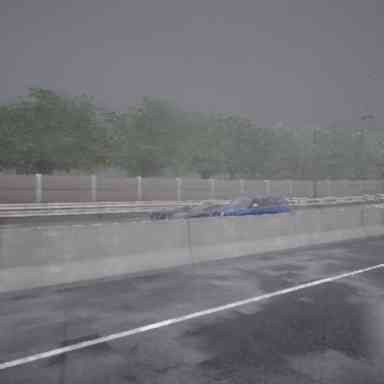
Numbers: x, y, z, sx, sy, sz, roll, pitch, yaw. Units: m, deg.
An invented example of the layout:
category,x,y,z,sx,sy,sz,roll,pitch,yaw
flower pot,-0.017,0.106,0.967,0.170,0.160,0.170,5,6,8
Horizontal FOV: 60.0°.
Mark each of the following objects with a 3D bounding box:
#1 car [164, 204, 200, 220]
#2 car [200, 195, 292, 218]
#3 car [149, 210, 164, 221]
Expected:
category,x,y,z,sx,sy,sz,roll,pitch,yaw
car,0.921,1.496,21.831,4.892,1.490,1.837,0,0,-35
car,3.465,1.208,19.352,5.566,2.045,2.150,0,0,-35
car,-0.824,1.590,24.890,4.718,1.301,1.895,0,0,-35
